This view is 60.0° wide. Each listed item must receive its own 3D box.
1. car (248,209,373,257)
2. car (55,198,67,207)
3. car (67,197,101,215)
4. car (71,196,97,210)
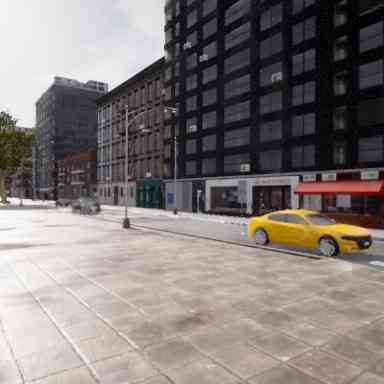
[{"bbox_3d":[4.448,1.477,13.241,1.882,1.535,5.008,0,0,-36],"label":"car"},{"bbox_3d":[-20.532,1.642,53.253,2.033,1.411,5.357,0,0,-35],"label":"car"},{"bbox_3d":[-11.196,1.536,35.164,2.128,1.511,4.902,0,0,-35],"label":"car"},{"bbox_3d":[-14.778,1.432,45.222,2.097,1.767,4.553,0,0,-35],"label":"car"}]
